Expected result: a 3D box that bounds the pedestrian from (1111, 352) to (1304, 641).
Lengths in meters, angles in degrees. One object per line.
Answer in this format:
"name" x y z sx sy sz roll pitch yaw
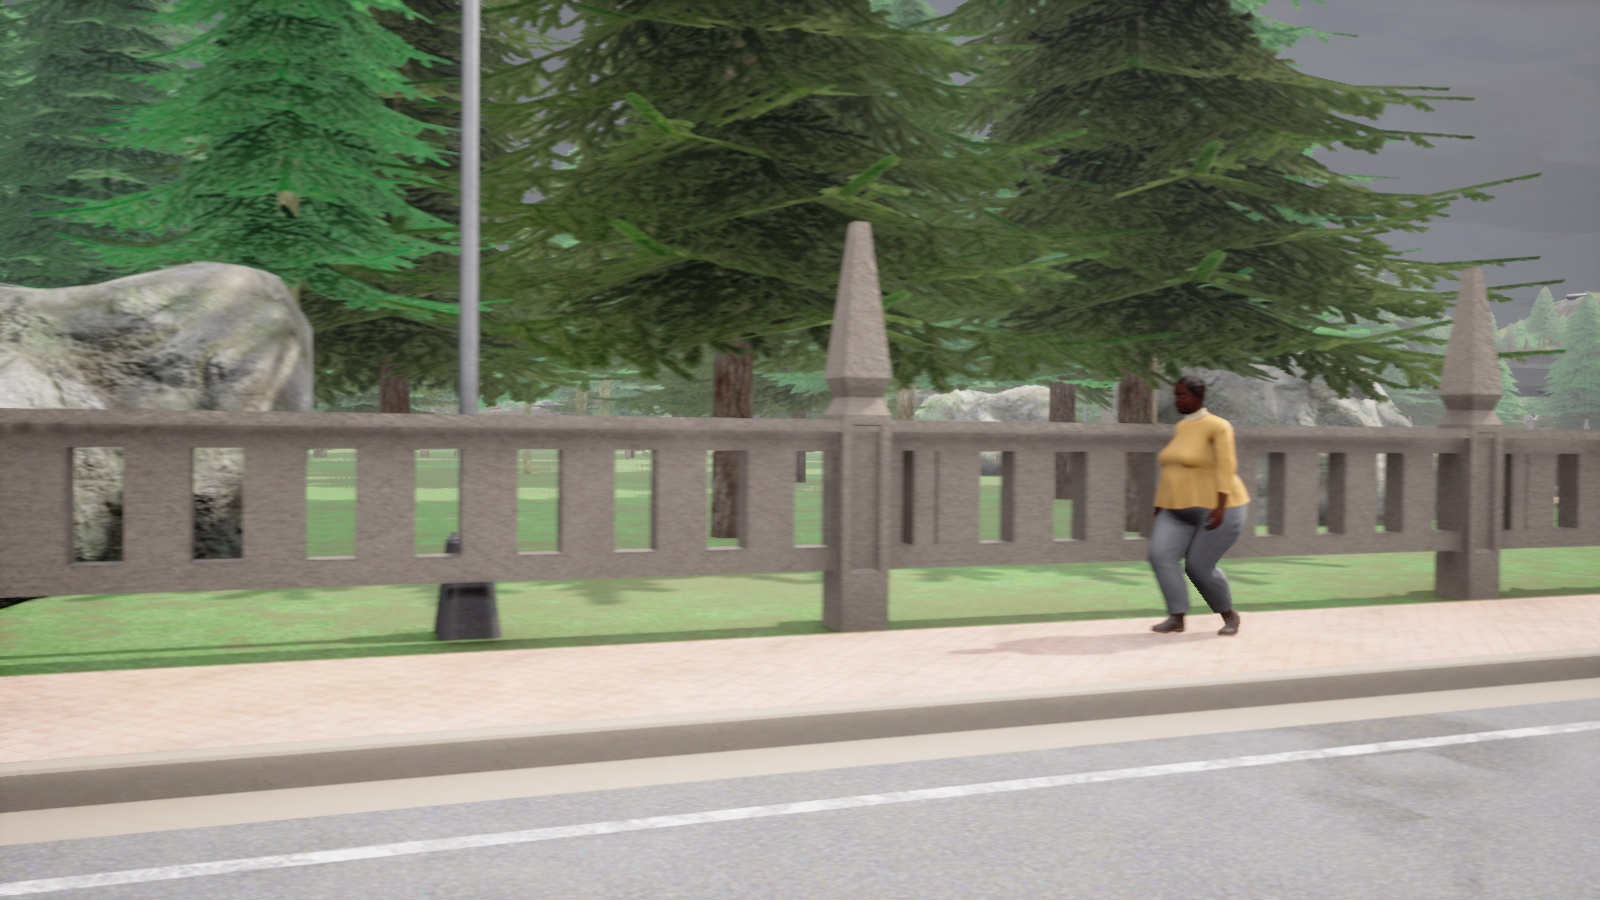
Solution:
"pedestrian" 2.776 0.286 8.608 0.900 1.855 0.874 -1 1 -20
